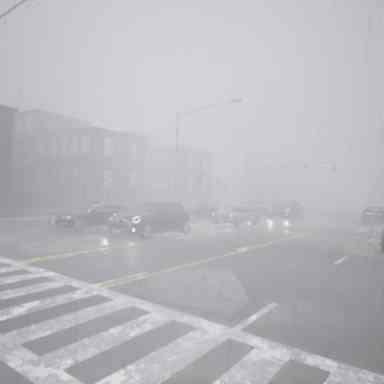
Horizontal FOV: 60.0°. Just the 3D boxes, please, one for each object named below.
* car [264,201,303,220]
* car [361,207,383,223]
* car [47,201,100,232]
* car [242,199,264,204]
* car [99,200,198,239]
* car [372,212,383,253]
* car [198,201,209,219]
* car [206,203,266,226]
[{"bbox_3d":[9.131,1.664,32.233,2.097,1.767,4.553,2,0,36],"label":"car"},{"bbox_3d":[17.050,2.128,30.976,2.128,1.511,4.902,2,0,35],"label":"car"},{"bbox_3d":[-5.340,1.241,18.139,2.128,1.511,4.902,2,0,36],"label":"car"},{"bbox_3d":[5.954,1.532,33.812,2.097,1.767,4.553,2,0,36],"label":"car"},{"bbox_3d":[-2.012,1.239,16.767,2.097,1.767,4.553,2,0,36],"label":"car"},{"bbox_3d":[9.519,1.851,14.534,2.128,1.511,4.902,2,0,36],"label":"car"},{"bbox_3d":[0.236,1.439,25.894,1.882,1.535,5.008,2,0,36],"label":"car"},{"bbox_3d":[3.286,1.690,24.152,1.895,1.301,4.718,2,0,36],"label":"car"}]
